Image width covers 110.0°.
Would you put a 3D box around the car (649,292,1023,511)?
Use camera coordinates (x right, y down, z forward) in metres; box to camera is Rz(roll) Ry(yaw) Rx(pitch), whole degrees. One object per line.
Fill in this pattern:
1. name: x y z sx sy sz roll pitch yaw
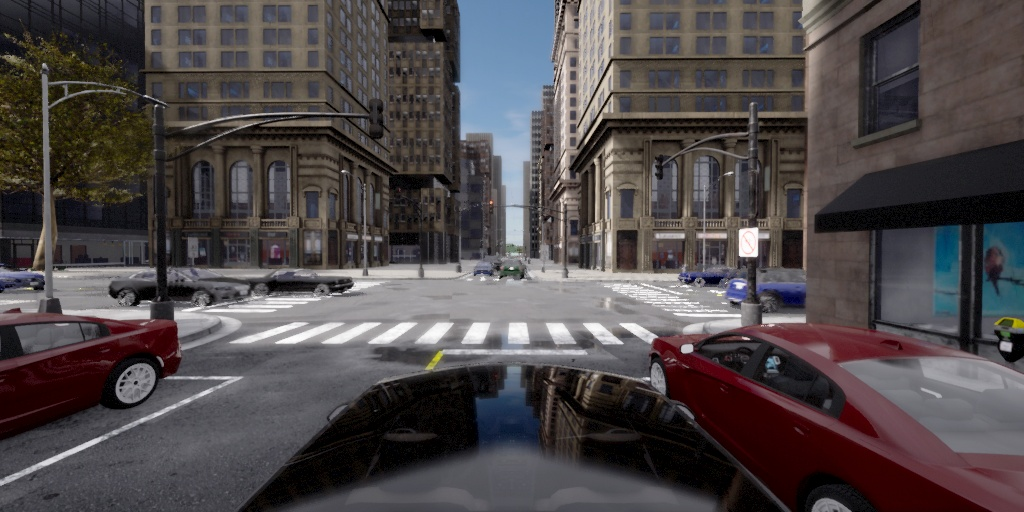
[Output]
1. car: 2.771 1.294 3.333 1.888 1.381 4.507 0 0 0

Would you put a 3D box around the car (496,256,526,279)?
1. car: 0.134 1.092 32.358 2.097 1.767 4.553 0 0 5

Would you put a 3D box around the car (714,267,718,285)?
1. car: 14.643 1.418 21.033 4.181 1.385 1.994 0 1 1

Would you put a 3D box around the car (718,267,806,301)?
1. car: 11.238 1.277 14.366 4.553 1.767 2.097 0 1 1

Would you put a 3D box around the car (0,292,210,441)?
1. car: -5.755 1.295 3.404 1.888 1.381 4.507 0 0 0

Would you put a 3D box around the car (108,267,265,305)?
1. car: -13.340 1.211 14.588 4.902 1.511 2.128 0 1 1

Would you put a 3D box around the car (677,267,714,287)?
1. car: 13.819 1.400 24.292 4.718 1.301 1.895 0 1 1

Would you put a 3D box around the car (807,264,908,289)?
1. car: 23.178 1.357 24.202 5.008 1.535 1.882 0 1 0

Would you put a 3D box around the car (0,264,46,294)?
1. car: -26.218 1.093 17.959 4.674 1.442 1.812 1 1 1

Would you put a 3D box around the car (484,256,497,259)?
1. car: -2.695 0.959 46.371 2.150 2.045 5.566 0 0 1

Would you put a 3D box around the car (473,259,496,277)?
1. car: -2.794 1.288 36.185 2.033 1.411 5.357 0 0 0

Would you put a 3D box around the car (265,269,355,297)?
1. car: -10.470 1.296 17.815 4.718 1.301 1.895 0 1 1
